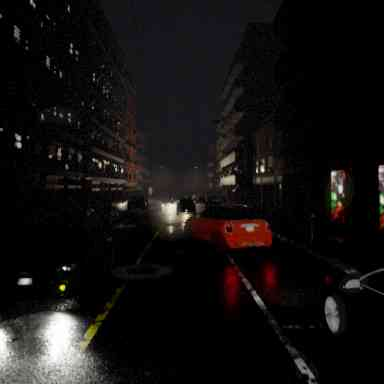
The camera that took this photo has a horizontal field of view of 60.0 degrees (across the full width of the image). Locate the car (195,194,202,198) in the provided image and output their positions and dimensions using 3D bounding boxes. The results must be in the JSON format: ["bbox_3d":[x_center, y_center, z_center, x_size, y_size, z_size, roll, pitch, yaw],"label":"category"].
[{"bbox_3d":[1.537,1.432,57.415,2.008,1.369,4.403,-1,0,-1],"label":"car"}]

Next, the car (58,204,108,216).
[{"bbox_3d":[-6.048,1.523,17.467,1.947,1.339,4.313,-1,0,-1],"label":"car"}]

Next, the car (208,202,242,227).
[{"bbox_3d":[2.213,1.470,23.484,1.752,1.417,4.829,-1,0,-1],"label":"car"}]

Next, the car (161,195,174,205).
[{"bbox_3d":[-4.170,1.387,58.031,1.837,1.490,4.892,0,0,-1],"label":"car"}]

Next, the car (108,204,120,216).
[{"bbox_3d":[-6.162,1.510,23.150,1.947,1.339,4.313,-1,0,-1],"label":"car"}]

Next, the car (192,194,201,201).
[{"bbox_3d":[1.082,1.287,80.150,1.967,1.590,4.097,-1,0,-1],"label":"car"}]

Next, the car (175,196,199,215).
[{"bbox_3d":[-0.568,1.431,32.912,1.837,1.490,4.892,0,1,-1],"label":"car"}]

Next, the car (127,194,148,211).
[{"bbox_3d":[-6.505,1.226,40.201,2.192,1.841,5.009,-1,0,-1],"label":"car"}]

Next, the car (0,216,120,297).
[{"bbox_3d":[-3.269,1.542,8.433,1.994,1.385,4.181,0,0,-1],"label":"car"}]

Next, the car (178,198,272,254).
[{"bbox_3d":[1.281,1.317,13.729,2.097,1.767,4.553,0,0,-21],"label":"car"}]

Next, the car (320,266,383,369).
[{"bbox_3d":[3.075,1.494,3.655,1.837,1.490,4.892,0,0,-1],"label":"car"}]

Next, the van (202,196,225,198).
[{"bbox_3d":[2.100,1.274,28.997,1.690,1.788,3.998,-1,0,-1],"label":"van"}]

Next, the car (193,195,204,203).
[{"bbox_3d":[1.310,1.408,68.783,1.887,1.381,4.507,-1,0,-1],"label":"car"}]
